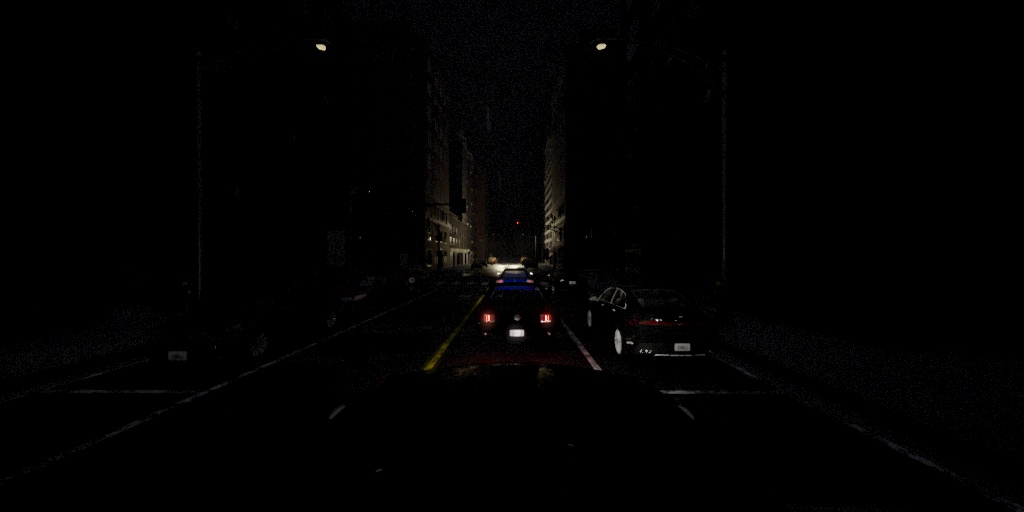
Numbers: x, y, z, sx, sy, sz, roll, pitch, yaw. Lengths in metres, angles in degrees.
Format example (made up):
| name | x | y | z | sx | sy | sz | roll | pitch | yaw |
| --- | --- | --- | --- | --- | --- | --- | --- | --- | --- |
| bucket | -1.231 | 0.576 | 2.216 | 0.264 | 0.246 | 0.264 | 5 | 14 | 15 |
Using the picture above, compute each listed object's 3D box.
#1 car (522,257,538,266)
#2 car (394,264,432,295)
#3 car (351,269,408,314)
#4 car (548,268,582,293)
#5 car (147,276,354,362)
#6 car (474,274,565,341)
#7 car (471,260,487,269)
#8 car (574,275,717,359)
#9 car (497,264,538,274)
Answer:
| name | x | y | z | sx | sy | sz | roll | pitch | yaw |
| --- | --- | --- | --- | --- | --- | --- | --- | --- | --- |
| car | 3.069 | 1.222 | 56.306 | 1.967 | 1.591 | 4.097 | 0 | 0 | 0 |
| car | -5.612 | 1.189 | 19.246 | 1.967 | 1.591 | 4.097 | 0 | 0 | 0 |
| car | -5.631 | 1.331 | 13.744 | 1.802 | 1.307 | 4.207 | 0 | 0 | 0 |
| car | 2.913 | 1.315 | 19.218 | 1.948 | 1.339 | 4.313 | 0 | 0 | 0 |
| car | -5.648 | 1.315 | 8.243 | 1.948 | 1.339 | 4.313 | 0 | 0 | 0 |
| car | 0.121 | 1.350 | 9.840 | 1.895 | 1.301 | 4.718 | 0 | 0 | 0 |
| car | -5.457 | 1.364 | 56.347 | 1.802 | 1.307 | 4.207 | 0 | 0 | 0 |
| car | 2.877 | 1.300 | 8.215 | 2.007 | 1.370 | 4.403 | 0 | 0 | 0 |
| car | 0.151 | 1.313 | 18.600 | 1.994 | 1.385 | 4.181 | 0 | 0 | 1 |
